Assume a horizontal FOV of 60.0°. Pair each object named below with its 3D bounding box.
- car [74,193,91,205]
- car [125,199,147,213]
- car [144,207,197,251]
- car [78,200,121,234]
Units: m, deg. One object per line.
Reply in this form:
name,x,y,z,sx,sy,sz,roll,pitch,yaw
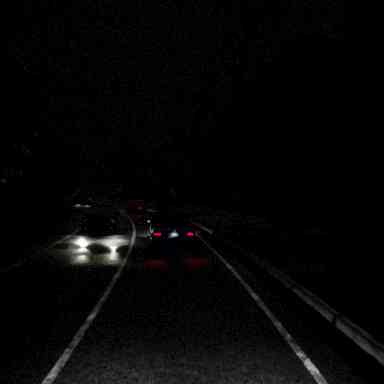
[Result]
car,-19.492,1.174,58.946,2.150,2.045,5.566,3,-1,-29
car,-6.434,1.595,38.090,1.882,1.535,5.008,2,-1,-18
car,-0.941,1.580,14.356,2.033,1.411,5.357,1,0,-7
car,-5.262,1.479,19.598,1.882,1.535,5.008,1,0,-10
